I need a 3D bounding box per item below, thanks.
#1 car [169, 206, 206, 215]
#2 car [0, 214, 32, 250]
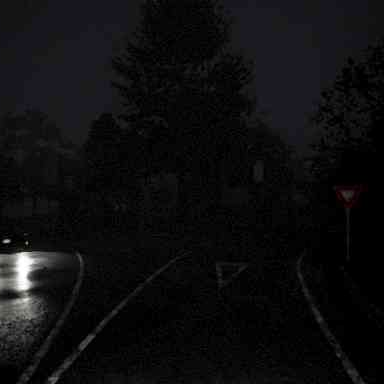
[{"bbox_3d":[-0.622,2.746,49.382,5.357,1.411,2.033,0,-2,12],"label":"car"},{"bbox_3d":[-8.733,1.865,15.123,1.994,1.385,4.181,1,-2,-38],"label":"car"}]
